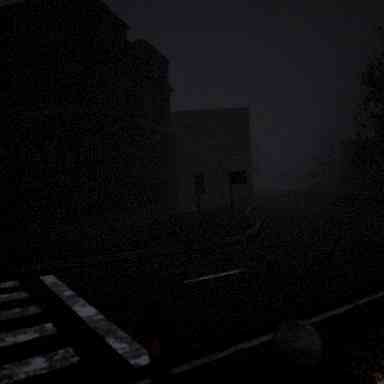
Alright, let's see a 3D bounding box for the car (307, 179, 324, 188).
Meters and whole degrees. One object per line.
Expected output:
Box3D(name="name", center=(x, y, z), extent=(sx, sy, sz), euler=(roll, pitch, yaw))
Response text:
Box3D(name="car", center=(21.595, -1.518, 58.261), extent=(1.882, 1.535, 5.008), euler=(-3, 1, 4))
